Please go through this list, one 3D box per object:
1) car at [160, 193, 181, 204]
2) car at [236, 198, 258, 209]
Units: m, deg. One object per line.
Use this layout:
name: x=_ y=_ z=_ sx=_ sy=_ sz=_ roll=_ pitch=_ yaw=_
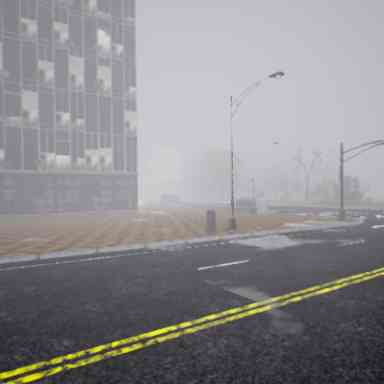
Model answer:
car: x=-4.279 y=1.284 z=65.195 sx=2.150 sy=2.045 sz=5.566 roll=-1 pitch=0 yaw=-33
car: x=8.120 y=1.532 z=45.951 sx=2.128 sy=1.511 sz=4.902 roll=-1 pitch=1 yaw=-33
